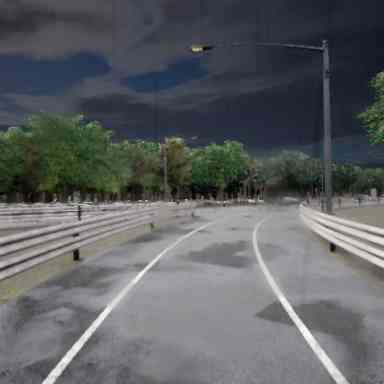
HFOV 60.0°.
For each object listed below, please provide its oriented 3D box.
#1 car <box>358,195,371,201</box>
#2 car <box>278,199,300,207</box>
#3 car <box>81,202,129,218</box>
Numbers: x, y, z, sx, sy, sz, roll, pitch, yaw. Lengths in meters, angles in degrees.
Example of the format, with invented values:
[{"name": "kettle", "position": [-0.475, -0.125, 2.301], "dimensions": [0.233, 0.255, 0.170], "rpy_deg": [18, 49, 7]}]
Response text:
[{"name": "car", "position": [43.981, 1.694, 84.499], "dimensions": [5.566, 2.045, 2.150], "rpy_deg": [0, -1, -45]}, {"name": "car", "position": [16.952, 1.916, 57.750], "dimensions": [4.718, 1.301, 1.895], "rpy_deg": [0, -1, -45]}, {"name": "car", "position": [-8.399, 1.710, 32.667], "dimensions": [4.892, 1.490, 1.837], "rpy_deg": [0, -1, -45]}]
